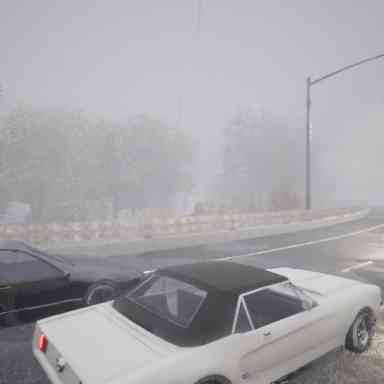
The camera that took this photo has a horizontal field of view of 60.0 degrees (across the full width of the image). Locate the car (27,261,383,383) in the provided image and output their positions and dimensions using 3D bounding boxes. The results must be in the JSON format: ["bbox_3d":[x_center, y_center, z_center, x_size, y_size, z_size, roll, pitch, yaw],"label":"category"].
[{"bbox_3d":[0.628,1.627,4.410,4.718,1.301,1.895,0,-1,-37],"label":"car"}]

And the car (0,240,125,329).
[{"bbox_3d":[-3.455,1.562,5.660,5.357,1.411,2.033,1,0,-37],"label":"car"}]
